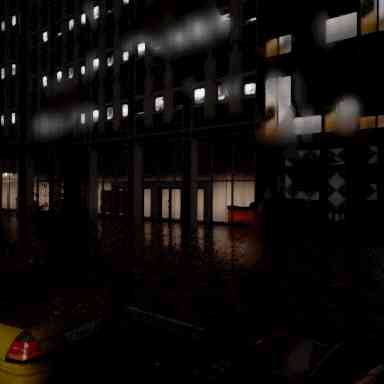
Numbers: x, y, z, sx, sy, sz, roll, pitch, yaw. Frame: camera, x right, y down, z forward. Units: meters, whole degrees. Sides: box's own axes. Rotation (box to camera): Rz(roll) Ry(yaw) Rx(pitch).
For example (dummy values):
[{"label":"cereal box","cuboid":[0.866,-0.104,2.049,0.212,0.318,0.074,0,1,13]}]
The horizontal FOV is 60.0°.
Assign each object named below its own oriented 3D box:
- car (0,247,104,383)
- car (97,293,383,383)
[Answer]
[{"label":"car","cuboid":[-3.085,1.523,5.075,4.829,1.417,1.752,0,1,36]},{"label":"car","cuboid":[1.673,1.440,1.666,4.097,1.590,1.967,0,1,36]}]
